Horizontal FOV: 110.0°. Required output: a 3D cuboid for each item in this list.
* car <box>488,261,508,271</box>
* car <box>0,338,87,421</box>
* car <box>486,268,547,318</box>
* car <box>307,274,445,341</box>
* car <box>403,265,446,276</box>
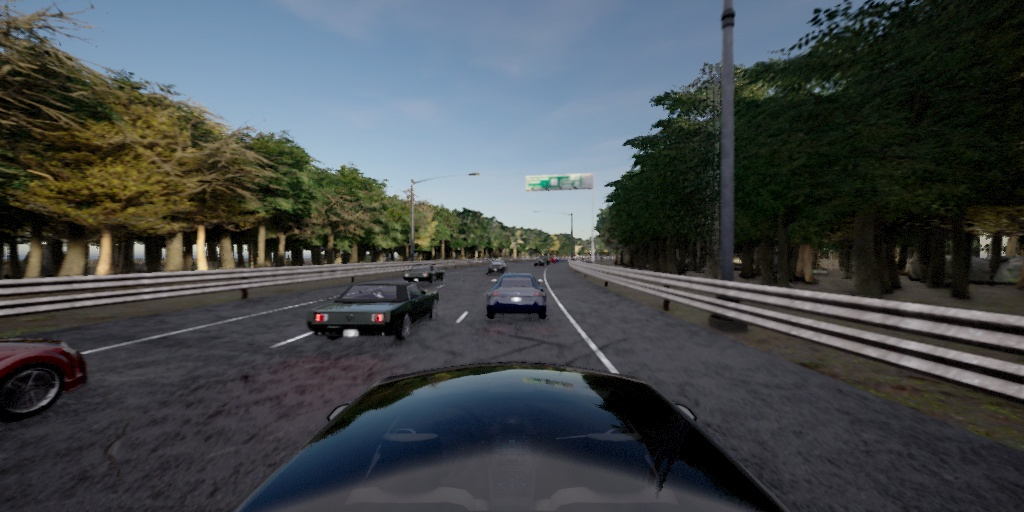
[{"bbox_3d":[-1.548,1.251,40.609,1.812,1.442,4.674,0,0,6],"label":"car"},{"bbox_3d":[-6.868,1.298,3.149,1.994,1.385,4.181,0,0,0],"label":"car"},{"bbox_3d":[0.191,1.311,13.081,1.994,1.385,4.181,0,0,2],"label":"car"},{"bbox_3d":[-3.363,1.341,9.829,1.895,1.301,4.718,0,0,1],"label":"car"},{"bbox_3d":[-6.221,1.311,26.048,1.895,1.301,4.718,0,0,4],"label":"car"}]
